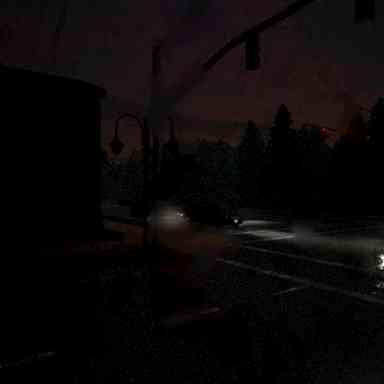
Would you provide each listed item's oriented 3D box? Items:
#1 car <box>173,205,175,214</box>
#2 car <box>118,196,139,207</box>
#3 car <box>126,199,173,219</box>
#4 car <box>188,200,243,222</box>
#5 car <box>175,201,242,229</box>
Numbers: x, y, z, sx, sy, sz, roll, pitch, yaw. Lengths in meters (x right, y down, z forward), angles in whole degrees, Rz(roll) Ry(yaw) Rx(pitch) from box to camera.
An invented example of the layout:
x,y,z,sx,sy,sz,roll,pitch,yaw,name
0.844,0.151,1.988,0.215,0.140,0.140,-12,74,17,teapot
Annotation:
x,y,z,sx,sy,sz,roll,pitch,yaw,name
-3.248,1.558,34.620,1.994,1.385,4.181,0,0,-35,car
-9.336,1.345,49.717,2.097,1.767,4.553,0,0,-35,car
-3.853,1.559,29.360,1.994,1.385,4.181,0,0,-35,car
1.836,1.499,27.323,1.837,1.490,4.892,0,0,-35,car
1.248,1.487,22.061,2.128,1.511,4.902,0,0,-35,car
